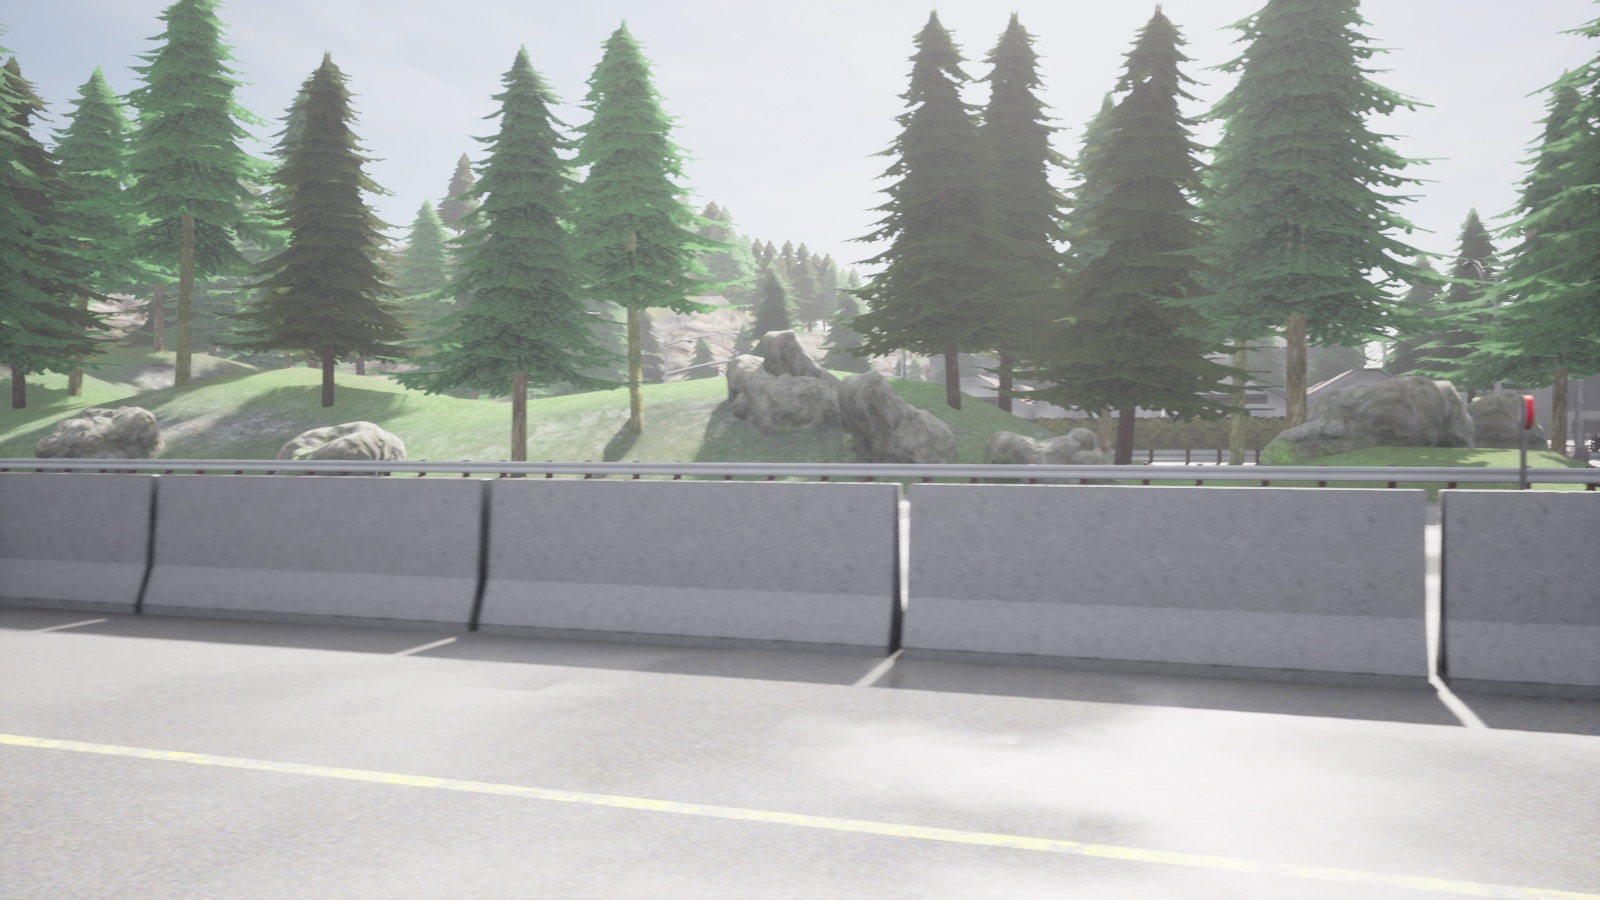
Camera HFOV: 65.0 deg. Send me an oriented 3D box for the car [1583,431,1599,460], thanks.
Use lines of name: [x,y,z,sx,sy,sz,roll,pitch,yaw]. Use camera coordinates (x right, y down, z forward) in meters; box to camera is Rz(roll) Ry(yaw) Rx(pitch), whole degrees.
car: [43.833,-0.228,67.216,2.128,1.511,4.902,2,2,18]
